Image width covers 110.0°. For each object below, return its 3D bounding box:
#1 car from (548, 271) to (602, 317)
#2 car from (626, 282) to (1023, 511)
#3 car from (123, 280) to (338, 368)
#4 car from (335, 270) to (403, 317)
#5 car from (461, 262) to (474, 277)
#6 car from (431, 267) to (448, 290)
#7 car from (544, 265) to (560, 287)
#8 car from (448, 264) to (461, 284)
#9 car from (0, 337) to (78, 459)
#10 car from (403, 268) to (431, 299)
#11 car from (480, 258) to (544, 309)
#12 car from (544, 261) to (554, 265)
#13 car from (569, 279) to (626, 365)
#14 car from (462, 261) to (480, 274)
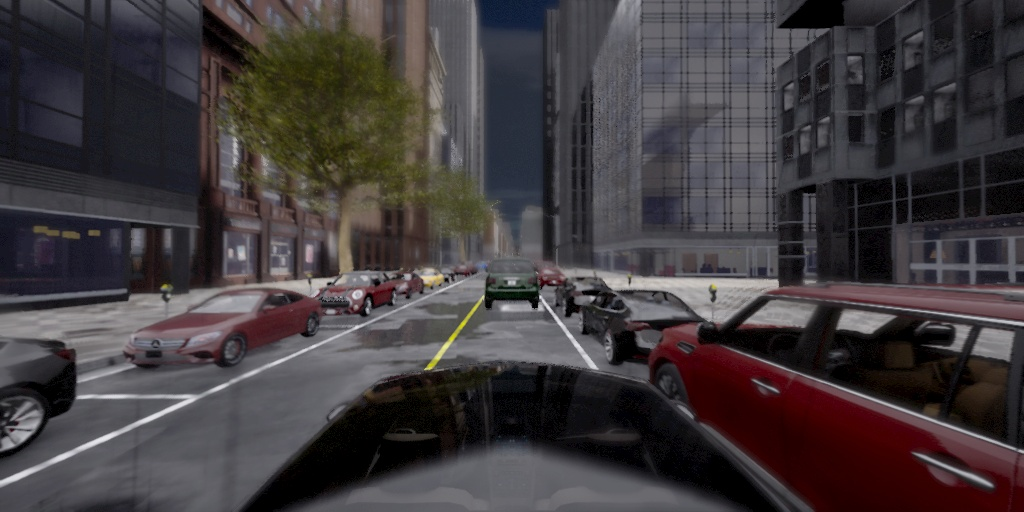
[{"bbox_3d":[2.663,1.431,13.596,1.948,1.339,4.313,0,0,0],"label":"car"},{"bbox_3d":[2.668,1.070,2.321,2.192,1.841,5.009,0,0,0],"label":"car"},{"bbox_3d":[-5.860,1.392,7.959,1.802,1.307,4.207,0,0,0],"label":"car"},{"bbox_3d":[-5.863,1.305,13.597,1.967,1.591,4.097,0,0,0],"label":"car"},{"bbox_3d":[-5.876,1.711,41.793,1.888,1.381,4.507,0,0,0],"label":"car"},{"bbox_3d":[-5.868,1.507,24.705,1.751,1.417,4.829,0,0,0],"label":"car"},{"bbox_3d":[2.657,1.527,24.873,1.888,1.381,4.507,0,0,0],"label":"car"},{"bbox_3d":[-5.871,1.608,30.515,1.948,1.339,4.313,0,0,0],"label":"car"},{"bbox_3d":[-5.858,1.321,2.320,1.948,1.339,4.313,0,0,0],"label":"car"},{"bbox_3d":[-5.865,1.505,19.237,1.802,1.307,4.207,0,0,0],"label":"car"},{"bbox_3d":[-0.006,1.104,15.846,2.150,2.045,5.566,0,0,0],"label":"car"},{"bbox_3d":[2.655,1.357,30.512,2.192,1.841,5.009,0,0,0],"label":"car"},{"bbox_3d":[2.665,1.376,7.959,1.948,1.339,4.313,0,0,0],"label":"car"},{"bbox_3d":[-5.879,1.542,47.432,2.192,1.841,5.009,0,0,0],"label":"car"}]
